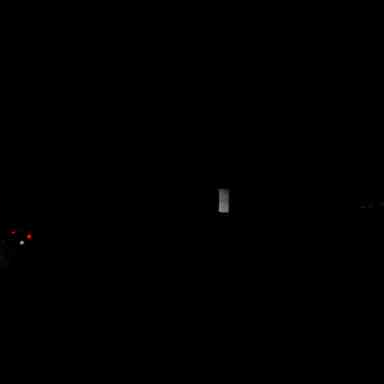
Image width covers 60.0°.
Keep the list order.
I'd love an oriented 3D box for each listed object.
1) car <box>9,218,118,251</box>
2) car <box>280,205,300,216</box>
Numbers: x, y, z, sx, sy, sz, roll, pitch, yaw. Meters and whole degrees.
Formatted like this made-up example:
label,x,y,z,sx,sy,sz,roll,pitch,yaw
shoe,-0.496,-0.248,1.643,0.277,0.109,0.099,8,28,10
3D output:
label,x,y,z,sx,sy,sz,roll,pitch,yaw
car,-5.796,1.865,15.721,1.895,1.301,4.718,1,0,35
car,14.609,2.731,49.495,2.128,1.511,4.902,1,-1,35
